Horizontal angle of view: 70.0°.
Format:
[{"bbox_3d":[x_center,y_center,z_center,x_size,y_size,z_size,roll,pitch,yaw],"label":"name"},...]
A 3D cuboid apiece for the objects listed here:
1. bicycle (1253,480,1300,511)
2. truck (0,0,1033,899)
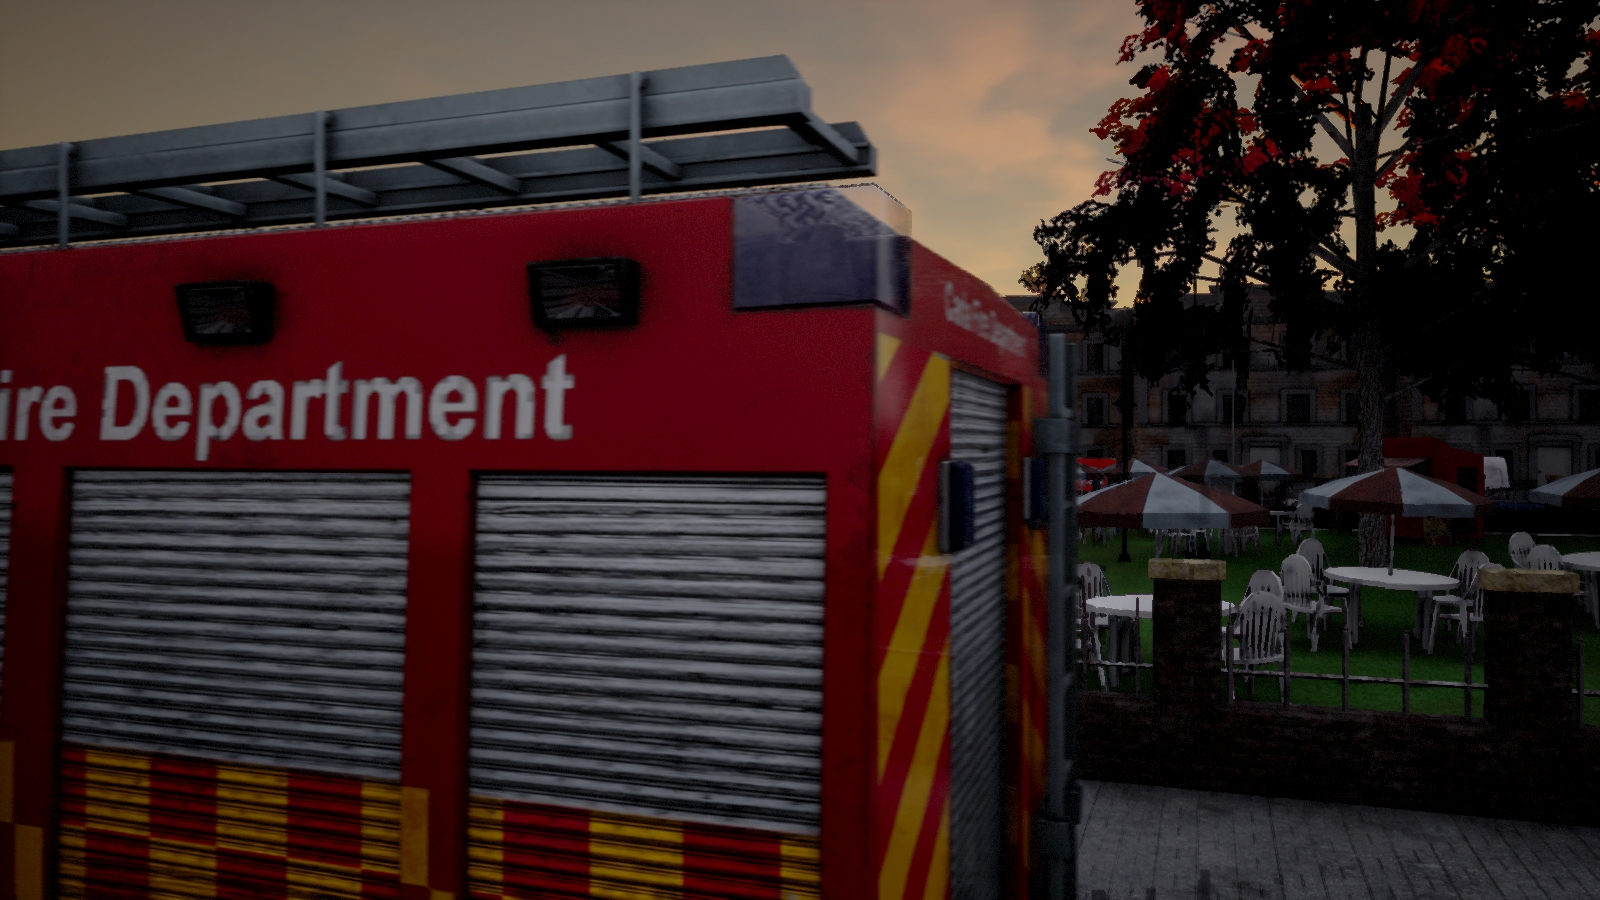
[{"bbox_3d":[20.335,1.940,48.821,1.835,1.271,0.329,0,0,19],"label":"bicycle"},{"bbox_3d":[-3.416,0.671,5.254,8.468,3.827,2.891,0,0,20],"label":"truck"}]
